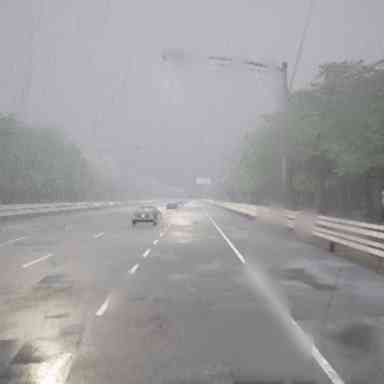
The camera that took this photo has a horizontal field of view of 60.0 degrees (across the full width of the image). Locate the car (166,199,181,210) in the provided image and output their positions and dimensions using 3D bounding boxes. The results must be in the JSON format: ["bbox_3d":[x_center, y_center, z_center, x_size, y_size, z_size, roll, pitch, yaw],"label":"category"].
[{"bbox_3d":[-3.330,2.255,57.525,1.882,1.535,5.008,0,-1,0],"label":"car"}]

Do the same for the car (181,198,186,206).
[{"bbox_3d":[-3.105,2.825,86.693,1.837,1.490,4.892,0,-1,1],"label":"car"}]

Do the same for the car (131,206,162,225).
[{"bbox_3d":[-3.467,1.797,26.027,2.033,1.411,5.357,0,-1,0],"label":"car"}]
